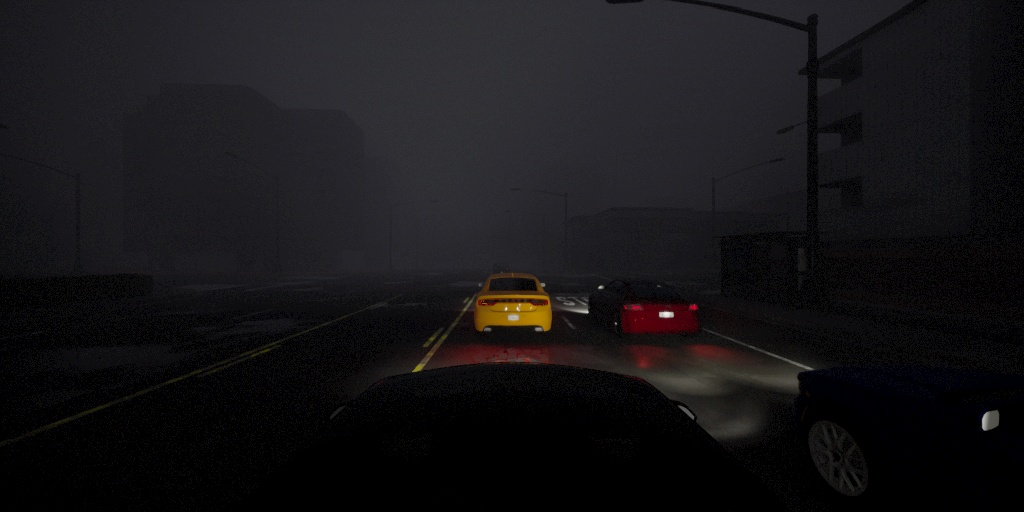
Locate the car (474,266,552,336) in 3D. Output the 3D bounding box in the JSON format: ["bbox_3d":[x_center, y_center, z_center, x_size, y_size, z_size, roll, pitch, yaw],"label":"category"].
[{"bbox_3d":[0.002,1.227,10.486,1.882,1.535,5.008,0,0,-1],"label":"car"}]

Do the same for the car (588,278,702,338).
[{"bbox_3d":[3.507,1.314,10.218,1.994,1.385,4.181,0,0,-1],"label":"car"}]

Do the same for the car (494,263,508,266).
[{"bbox_3d":[-1.257,1.403,40.318,1.895,1.301,4.718,0,0,-3],"label":"car"}]

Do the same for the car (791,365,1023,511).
[{"bbox_3d":[3.565,1.228,1.327,1.882,1.535,5.008,0,0,0],"label":"car"}]
